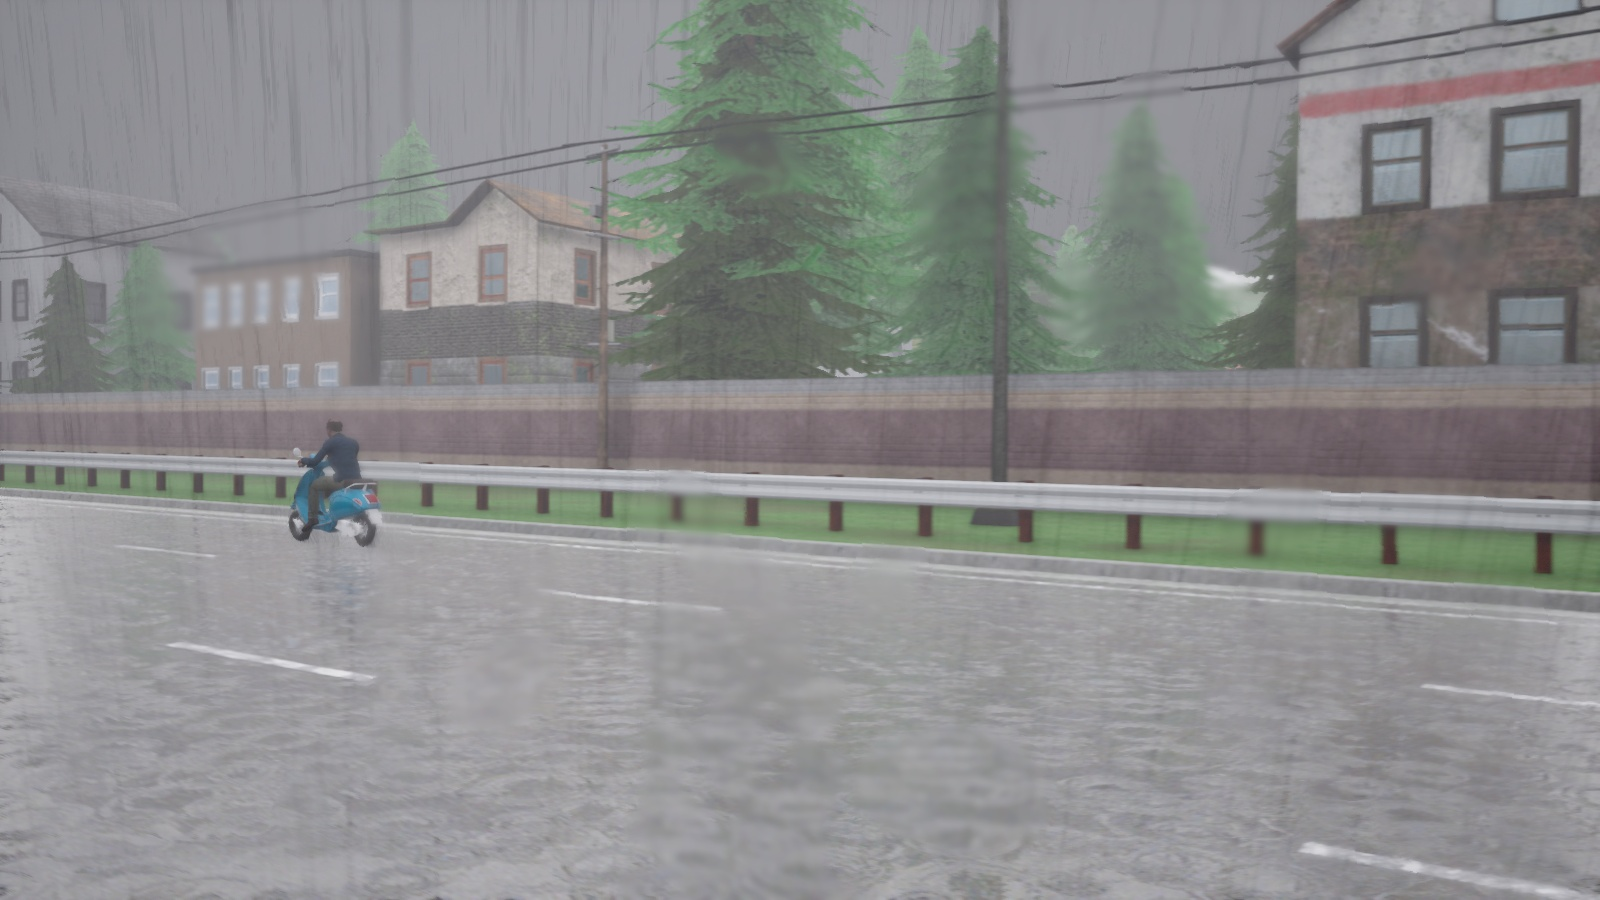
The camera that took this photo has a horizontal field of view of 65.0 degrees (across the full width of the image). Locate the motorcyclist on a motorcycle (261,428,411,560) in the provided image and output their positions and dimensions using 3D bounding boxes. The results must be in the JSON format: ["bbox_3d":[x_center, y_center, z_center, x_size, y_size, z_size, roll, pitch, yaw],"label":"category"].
[{"bbox_3d":[-5.896,0.521,15.944,1.817,1.590,0.866,0,1,34],"label":"motorcyclist on a motorcycle"}]
